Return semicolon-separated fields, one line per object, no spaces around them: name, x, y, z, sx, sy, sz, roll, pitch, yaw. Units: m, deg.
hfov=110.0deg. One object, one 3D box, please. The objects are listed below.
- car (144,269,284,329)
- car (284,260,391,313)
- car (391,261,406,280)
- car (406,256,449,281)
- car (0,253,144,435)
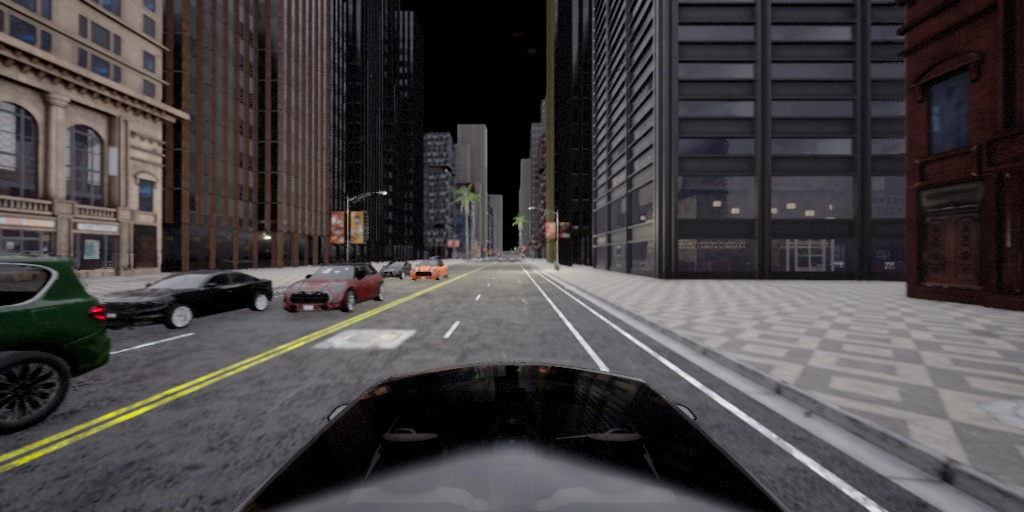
car;-9.829;1.194;11.299;1.882;1.535;5.008;0;0;0
car;-6.587;1.066;13.802;2.097;1.767;4.553;0;0;-1
car;-9.703;1.181;30.624;1.837;1.490;4.892;0;0;0
car;-6.481;1.035;28.547;2.097;1.767;4.553;0;0;1
car;-6.596;0.965;2.549;2.150;2.045;5.566;0;0;0
